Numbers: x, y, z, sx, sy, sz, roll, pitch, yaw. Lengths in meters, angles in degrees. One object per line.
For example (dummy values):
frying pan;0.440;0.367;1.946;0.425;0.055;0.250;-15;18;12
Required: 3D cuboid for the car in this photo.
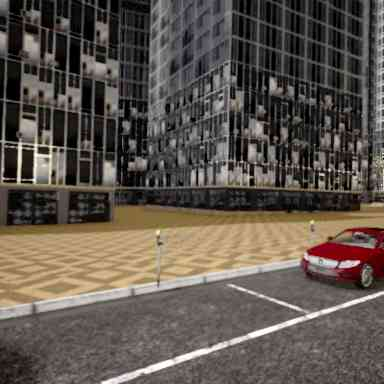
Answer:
car;4.929;1.684;9.438;4.206;1.307;1.802;1;1;-34
